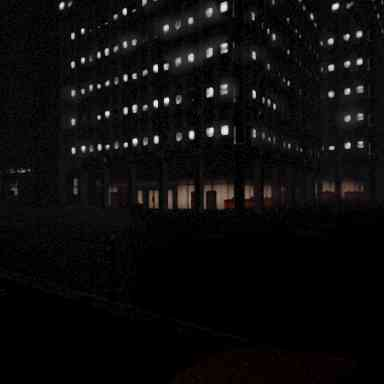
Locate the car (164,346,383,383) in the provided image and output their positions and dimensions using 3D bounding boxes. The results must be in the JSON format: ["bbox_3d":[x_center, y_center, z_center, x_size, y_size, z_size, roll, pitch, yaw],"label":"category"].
[{"bbox_3d":[1.787,1.529,1.614,4.829,1.417,1.752,0,-1,36],"label":"car"}]
